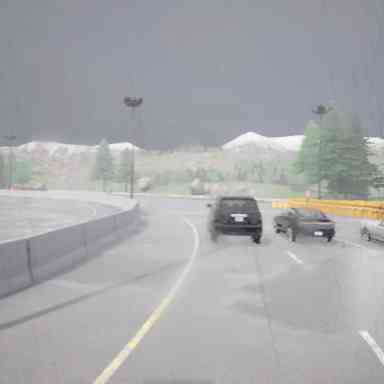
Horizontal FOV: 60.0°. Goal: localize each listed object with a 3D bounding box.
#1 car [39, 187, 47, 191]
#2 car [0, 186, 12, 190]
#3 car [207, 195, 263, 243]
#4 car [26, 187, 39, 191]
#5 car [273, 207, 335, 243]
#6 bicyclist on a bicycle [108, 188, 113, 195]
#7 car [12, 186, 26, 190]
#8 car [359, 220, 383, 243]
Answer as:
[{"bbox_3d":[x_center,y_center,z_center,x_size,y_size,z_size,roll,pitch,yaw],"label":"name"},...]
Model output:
[{"bbox_3d":[-39.455,-0.504,86.051,4.181,1.385,1.994,2,1,29],"label":"car"},{"bbox_3d":[-44.578,-0.657,76.885,4.553,1.767,2.097,2,1,29],"label":"car"},{"bbox_3d":[1.937,1.177,16.140,2.150,2.045,5.566,1,0,1],"label":"car"},{"bbox_3d":[-41.172,-0.518,83.001,4.674,1.442,1.812,2,1,29],"label":"car"},{"bbox_3d":[5.358,1.510,16.441,2.128,1.511,4.902,1,1,1],"label":"car"},{"bbox_3d":[-19.604,-0.075,80.736,0.582,1.620,1.656,3,-20,30],"label":"bicyclist on a bicycle"},{"bbox_3d":[-42.861,-0.672,79.934,4.553,1.767,2.097,2,1,29],"label":"car"},{"bbox_3d":[9.026,1.712,14.160,1.895,1.301,4.718,1,1,3],"label":"car"}]
